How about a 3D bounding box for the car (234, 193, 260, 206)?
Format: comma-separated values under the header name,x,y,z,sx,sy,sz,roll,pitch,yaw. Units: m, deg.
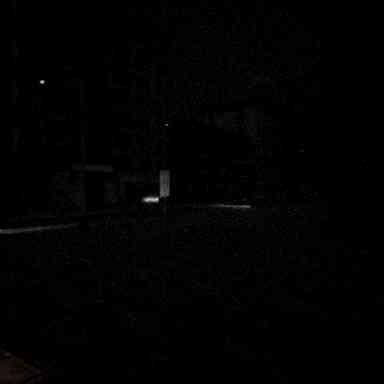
name,x,y,z,sx,sy,sz,roll,pitch,yaw
car,7.119,0.945,42.814,1.837,1.490,4.892,-1,-1,36
